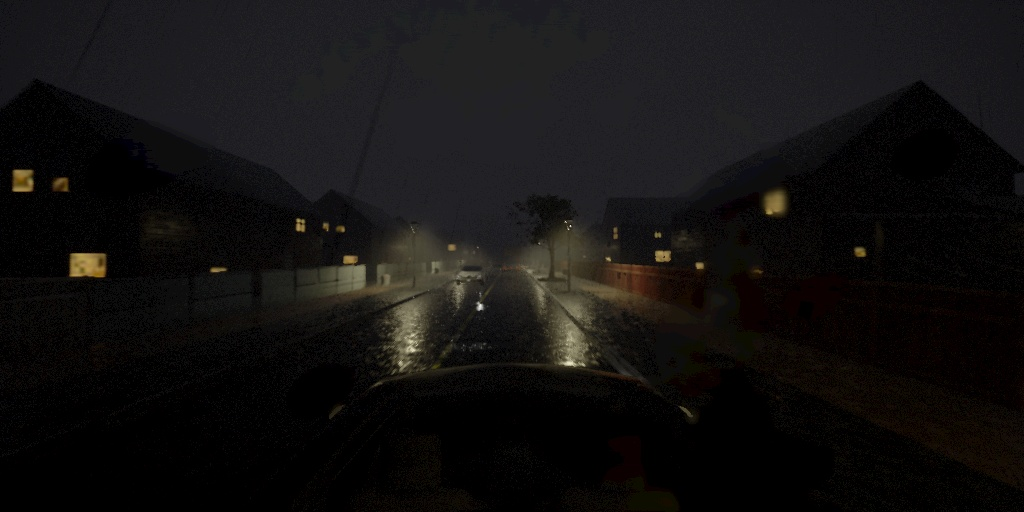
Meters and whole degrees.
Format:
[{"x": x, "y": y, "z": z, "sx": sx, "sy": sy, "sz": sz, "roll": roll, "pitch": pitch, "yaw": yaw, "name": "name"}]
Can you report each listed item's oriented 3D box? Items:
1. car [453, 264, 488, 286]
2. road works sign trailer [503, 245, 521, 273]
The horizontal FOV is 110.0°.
[{"x": -2.842, "y": 1.317, "z": 25.763, "sx": 1.812, "sy": 1.442, "sz": 4.674, "roll": 0, "pitch": 0, "yaw": 0, "name": "car"}, {"x": 0.010, "y": 0.359, "z": 47.674, "sx": 2.380, "sy": 3.560, "sz": 2.880, "roll": 0, "pitch": 0, "yaw": 0, "name": "road works sign trailer"}]
